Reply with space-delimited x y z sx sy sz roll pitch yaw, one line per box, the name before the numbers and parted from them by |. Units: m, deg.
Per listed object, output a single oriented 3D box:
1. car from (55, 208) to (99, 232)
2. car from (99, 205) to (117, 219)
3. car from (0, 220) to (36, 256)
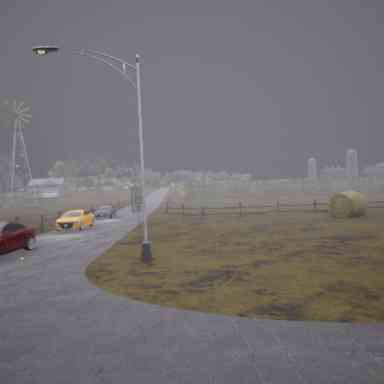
car | -9.163 2.191 26.283 1.882 1.535 5.008 -3 -1 -3
car | -9.775 2.238 37.944 1.837 1.490 4.892 -3 0 -3
car | -8.572 2.048 14.384 1.882 1.535 5.008 -3 -1 -2
